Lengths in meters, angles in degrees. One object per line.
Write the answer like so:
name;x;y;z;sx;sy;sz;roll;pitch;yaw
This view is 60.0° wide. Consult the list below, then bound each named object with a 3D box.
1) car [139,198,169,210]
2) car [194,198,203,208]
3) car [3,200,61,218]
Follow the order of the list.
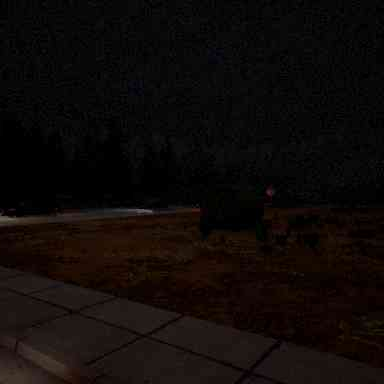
car;-4.883;1.552;43.859;1.812;1.442;4.674;0;0;36
car;2.195;1.532;47.239;1.837;1.490;4.892;0;0;36
car;-14.653;1.504;30.670;1.882;1.535;5.008;0;0;36
